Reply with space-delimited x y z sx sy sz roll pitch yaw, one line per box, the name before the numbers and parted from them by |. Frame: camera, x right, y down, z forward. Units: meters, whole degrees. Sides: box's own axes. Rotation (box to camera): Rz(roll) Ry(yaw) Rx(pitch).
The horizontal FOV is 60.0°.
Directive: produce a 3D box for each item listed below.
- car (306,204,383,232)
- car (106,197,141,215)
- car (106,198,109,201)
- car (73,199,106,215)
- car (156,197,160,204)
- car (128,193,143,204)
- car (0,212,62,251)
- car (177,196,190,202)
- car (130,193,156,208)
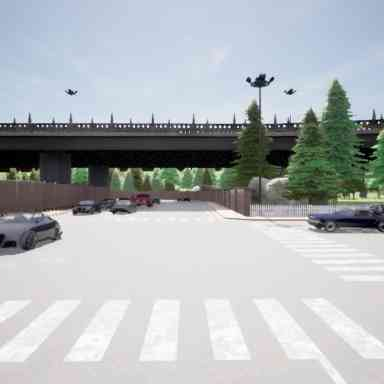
car | 9.050 1.545 18.893 4.718 1.301 1.895 0 0 1
car | -7.051 1.547 34.896 2.033 1.411 5.357 0 0 0
car | -10.551 1.526 42.601 1.812 1.442 4.674 0 0 0
car | -10.575 1.564 33.886 1.994 1.385 4.181 0 0 0
car | -7.012 1.564 61.843 1.994 1.385 4.181 0 0 0
car | -10.701 1.221 63.490 2.150 2.045 5.566 0 0 -3
car | -7.095 1.544 13.886 1.994 1.385 4.181 0 0 0
car | -1.921 1.553 75.249 1.994 1.385 4.181 0 0 -19
car | -7.022 1.219 48.494 2.150 2.045 5.566 0 0 1
